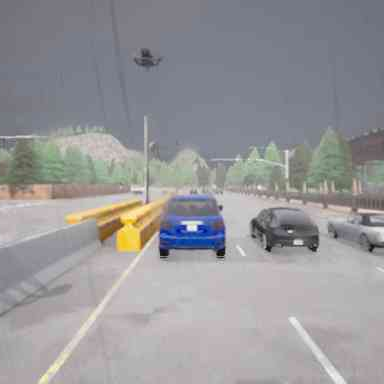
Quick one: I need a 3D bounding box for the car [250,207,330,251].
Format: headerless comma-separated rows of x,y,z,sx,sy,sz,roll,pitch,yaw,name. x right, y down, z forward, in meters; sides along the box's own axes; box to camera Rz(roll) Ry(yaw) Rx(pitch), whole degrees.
3.536,1.346,13.361,1.837,1.490,4.892,0,2,1,car

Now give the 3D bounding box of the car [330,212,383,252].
7.031,1.445,13.097,1.895,1.301,4.718,0,1,1,car

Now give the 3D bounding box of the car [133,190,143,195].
-13.586,0.109,83.658,1.994,1.385,4.181,0,1,0,car

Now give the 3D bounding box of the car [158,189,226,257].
0.021,1.081,12.423,2.150,2.045,5.566,0,1,0,car
